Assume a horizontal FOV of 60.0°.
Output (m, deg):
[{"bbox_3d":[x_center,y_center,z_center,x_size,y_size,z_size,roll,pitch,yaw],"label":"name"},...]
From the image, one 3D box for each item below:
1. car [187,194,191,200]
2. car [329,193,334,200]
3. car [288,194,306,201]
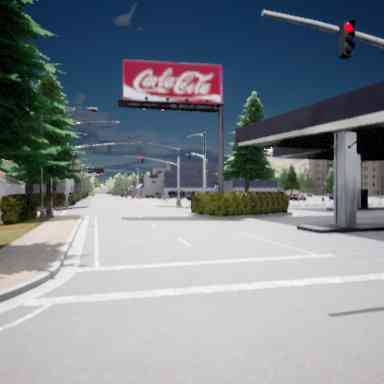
[{"bbox_3d":[0.130,1.179,73.842,2.007,1.523,4.514,0,0,-17],"label":"car"},{"bbox_3d":[31.362,1.092,71.780,1.845,1.501,3.633,0,0,-17],"label":"car"},{"bbox_3d":[21.761,1.112,69.009,2.007,1.523,4.514,0,0,-17],"label":"car"}]
